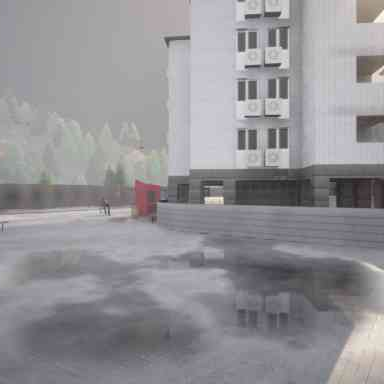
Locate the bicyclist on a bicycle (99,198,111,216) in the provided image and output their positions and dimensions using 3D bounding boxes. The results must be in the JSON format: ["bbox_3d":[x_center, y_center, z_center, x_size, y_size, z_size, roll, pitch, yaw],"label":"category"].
[{"bbox_3d":[-7.820,1.347,29.738,1.656,1.620,0.582,0,0,36],"label":"bicyclist on a bicycle"}]

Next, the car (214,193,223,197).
[{"bbox_3d":[5.641,1.219,55.802,2.150,2.045,5.566,0,0,36],"label":"car"}]
